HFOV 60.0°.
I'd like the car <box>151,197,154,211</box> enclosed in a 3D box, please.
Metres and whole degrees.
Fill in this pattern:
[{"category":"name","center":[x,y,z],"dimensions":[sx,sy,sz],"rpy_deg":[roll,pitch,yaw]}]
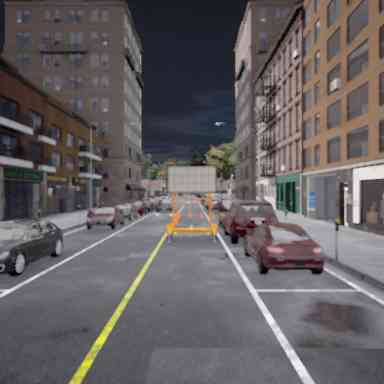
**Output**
[{"category":"car","center":[-5.387,1.541,37.787],"dimensions":[1.947,1.339,4.313],"rpy_deg":[0,0,0]}]

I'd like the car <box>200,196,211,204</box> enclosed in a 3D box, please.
[{"category":"car","center":[2.637,1.540,65.382],"dimensions":[1.947,1.339,4.313],"rpy_deg":[0,0,0]}]

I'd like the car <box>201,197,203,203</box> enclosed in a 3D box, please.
[{"category":"car","center":[2.637,1.498,48.997],"dimensions":[1.752,1.417,4.829],"rpy_deg":[0,0,0]}]

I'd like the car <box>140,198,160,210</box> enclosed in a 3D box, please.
[{"category":"car","center":[-5.387,1.523,43.305],"dimensions":[2.008,1.369,4.403],"rpy_deg":[0,0,0]}]

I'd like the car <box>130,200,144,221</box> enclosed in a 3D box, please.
[{"category":"car","center":[-5.387,1.532,26.749],"dimensions":[2.008,1.369,4.403],"rpy_deg":[0,0,0]}]

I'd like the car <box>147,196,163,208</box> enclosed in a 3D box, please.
[{"category":"car","center":[-5.388,1.412,48.824],"dimensions":[1.967,1.590,4.097],"rpy_deg":[0,0,0]}]

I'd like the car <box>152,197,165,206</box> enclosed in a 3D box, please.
[{"category":"car","center":[-5.388,1.498,54.172],"dimensions":[1.752,1.417,4.829],"rpy_deg":[0,0,0]}]

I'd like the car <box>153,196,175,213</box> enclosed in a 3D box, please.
[{"category":"car","center":[-2.846,1.501,36.285],"dimensions":[1.812,1.442,4.674],"rpy_deg":[0,0,0]}]

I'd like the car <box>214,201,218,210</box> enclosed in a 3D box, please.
[{"category":"car","center":[2.633,1.511,21.404],"dimensions":[1.752,1.417,4.829],"rpy_deg":[0,0,0]}]

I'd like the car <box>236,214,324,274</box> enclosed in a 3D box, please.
[{"category":"car","center":[2.638,1.575,10.199],"dimensions":[1.802,1.307,4.206],"rpy_deg":[0,0,0]}]

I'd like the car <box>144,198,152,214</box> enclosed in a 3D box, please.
[{"category":"car","center":[-5.387,1.523,32.268],"dimensions":[1.887,1.381,4.507],"rpy_deg":[0,0,0]}]

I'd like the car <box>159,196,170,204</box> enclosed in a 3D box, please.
[{"category":"car","center":[-5.388,1.556,65.380],"dimensions":[1.802,1.307,4.206],"rpy_deg":[0,0,0]}]

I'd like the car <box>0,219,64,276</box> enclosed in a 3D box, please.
[{"category":"car","center":[-5.388,1.544,10.192],"dimensions":[2.008,1.369,4.403],"rpy_deg":[0,0,0]}]

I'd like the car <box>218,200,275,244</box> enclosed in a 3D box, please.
[{"category":"car","center":[2.638,1.305,15.718],"dimensions":[2.192,1.841,5.009],"rpy_deg":[0,0,0]}]

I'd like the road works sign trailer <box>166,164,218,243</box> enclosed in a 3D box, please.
[{"category":"road works sign trailer","center":[0.000,0.453,16.084],"dimensions":[2.380,3.560,2.880],"rpy_deg":[0,0,0]}]

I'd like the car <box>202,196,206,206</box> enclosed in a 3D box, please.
[{"category":"car","center":[2.637,1.555,43.308],"dimensions":[1.802,1.307,4.206],"rpy_deg":[0,0,0]}]

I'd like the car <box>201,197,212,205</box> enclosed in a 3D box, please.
[{"category":"car","center":[2.637,1.555,59.863],"dimensions":[1.802,1.307,4.206],"rpy_deg":[0,0,0]}]

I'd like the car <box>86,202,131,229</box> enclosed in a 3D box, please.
[{"category":"car","center":[-5.387,1.567,21.230],"dimensions":[1.802,1.307,4.206],"rpy_deg":[0,0,0]}]

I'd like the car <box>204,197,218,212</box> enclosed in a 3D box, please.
[{"category":"car","center":[2.638,1.557,37.791],"dimensions":[1.802,1.307,4.206],"rpy_deg":[0,0,0]}]

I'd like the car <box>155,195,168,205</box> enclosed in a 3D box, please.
[{"category":"car","center":[-5.388,1.413,59.861],"dimensions":[1.967,1.590,4.097],"rpy_deg":[0,0,0]}]
